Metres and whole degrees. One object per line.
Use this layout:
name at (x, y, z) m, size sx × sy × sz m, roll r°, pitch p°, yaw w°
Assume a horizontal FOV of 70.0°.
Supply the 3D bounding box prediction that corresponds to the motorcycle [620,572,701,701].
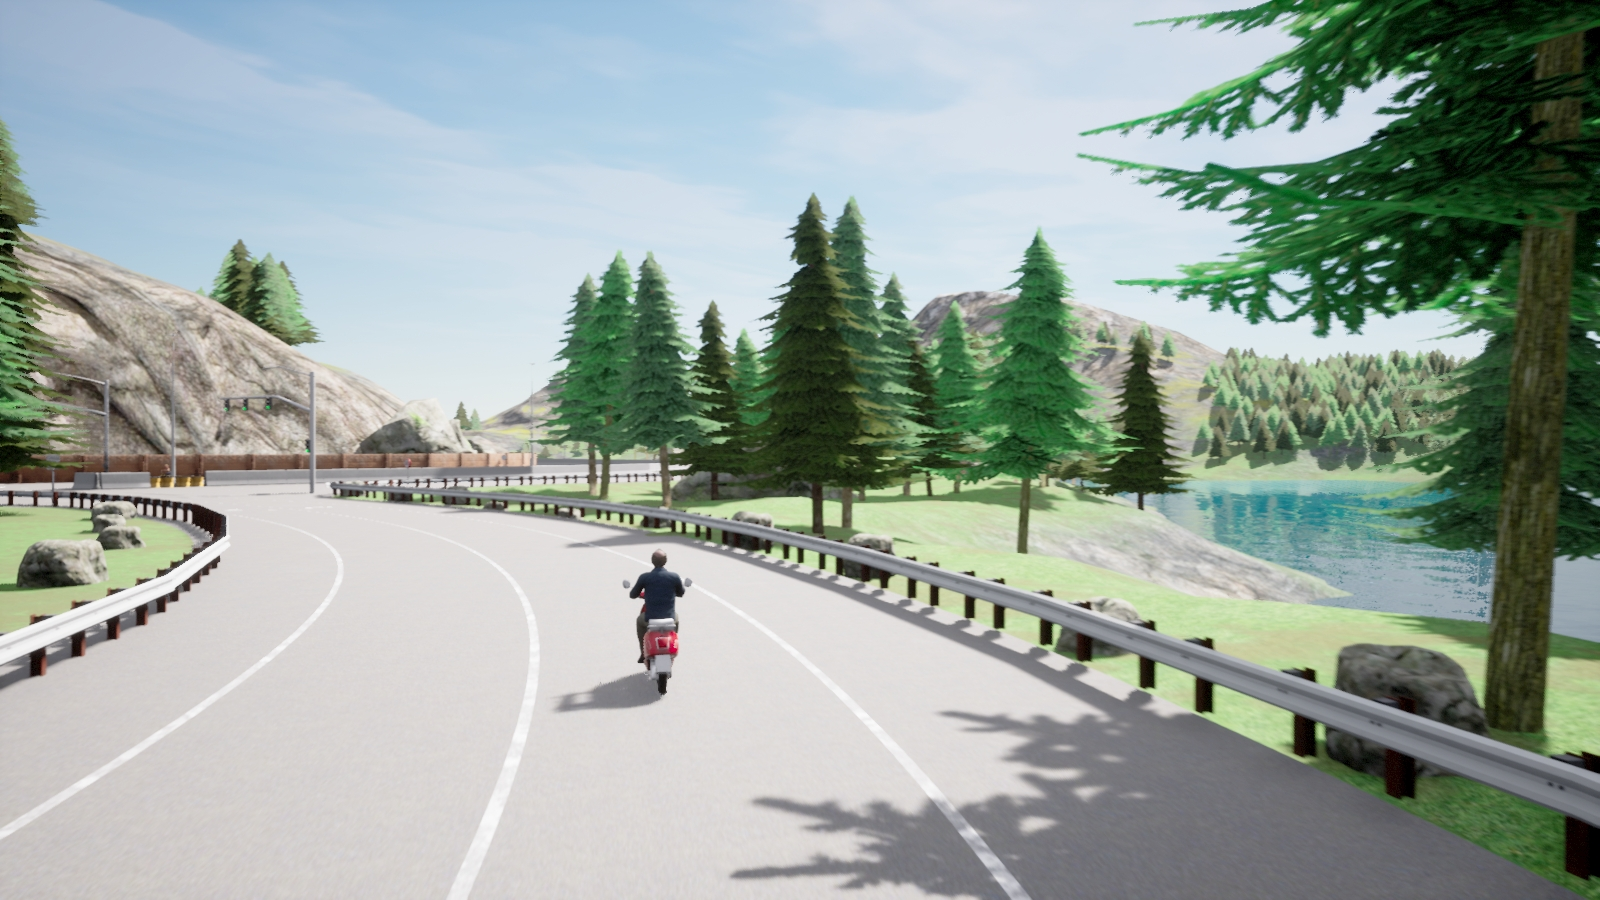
motorcycle at (-1.702, 2.183, 13.728) m, size 0.856 × 1.236 × 1.805 m, roll 0°, pitch 0°, yaw -10°
